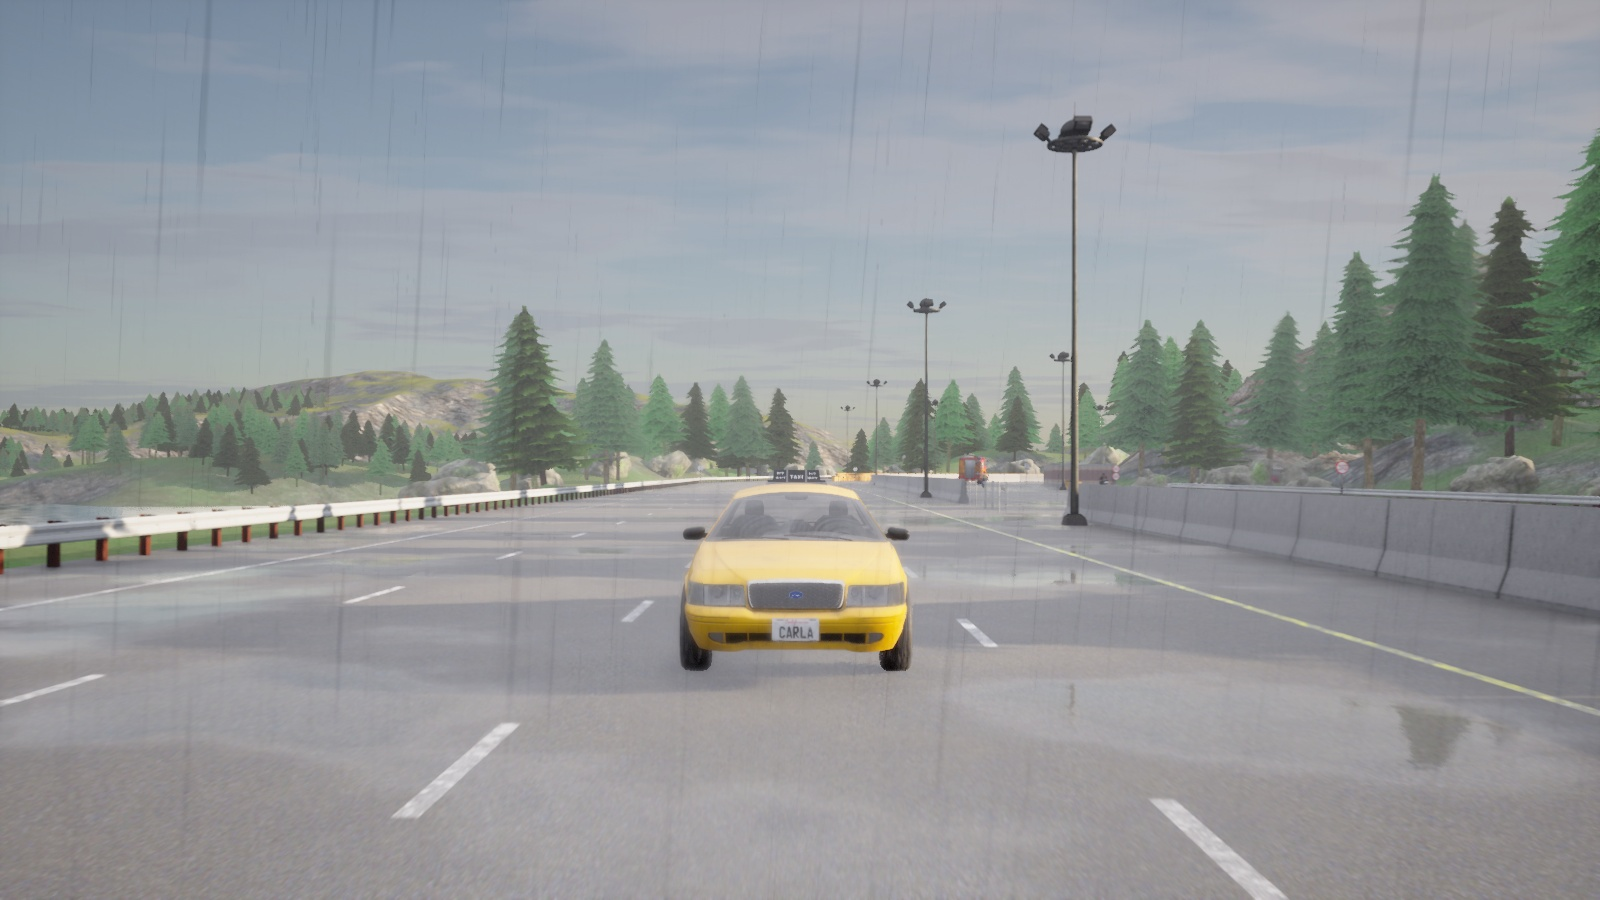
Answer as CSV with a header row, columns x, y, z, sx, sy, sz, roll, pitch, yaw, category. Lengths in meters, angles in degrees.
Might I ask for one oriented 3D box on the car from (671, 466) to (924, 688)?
x,y,z,sx,sy,sz,roll,pitch,yaw,category
-0.027,0.949,11.646,1.801,1.575,5.366,0,-1,0,car
